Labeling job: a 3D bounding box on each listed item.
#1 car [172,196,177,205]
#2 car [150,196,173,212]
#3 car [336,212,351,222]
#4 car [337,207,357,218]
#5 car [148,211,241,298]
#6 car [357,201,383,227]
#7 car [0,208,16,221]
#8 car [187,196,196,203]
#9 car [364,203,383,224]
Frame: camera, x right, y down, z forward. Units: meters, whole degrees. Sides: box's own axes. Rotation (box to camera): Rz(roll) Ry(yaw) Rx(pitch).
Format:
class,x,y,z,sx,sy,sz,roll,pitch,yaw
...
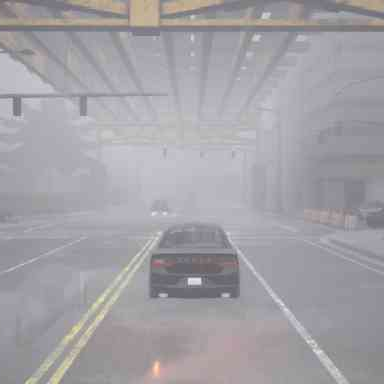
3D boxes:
class,x,y,z,sx,sy,sz,roll,pitch,yaw
car,-3.665,1.525,60.515,1.812,1.442,4.674,0,0,0
car,-3.696,1.547,39.119,2.033,1.411,5.357,0,0,0
car,13.528,1.453,25.011,4.974,1.542,2.038,0,0,25
car,13.575,1.295,24.990,4.536,1.218,1.853,0,0,25
car,0.052,1.478,8.544,1.882,1.535,5.008,0,0,0
car,13.212,1.453,20.852,4.974,1.542,2.038,0,0,-20
car,-15.972,1.601,24.858,4.718,1.301,1.895,0,0,2
car,-0.063,1.491,66.351,2.128,1.511,4.902,0,0,0
car,13.260,1.295,20.870,4.536,1.218,1.853,0,0,-20
